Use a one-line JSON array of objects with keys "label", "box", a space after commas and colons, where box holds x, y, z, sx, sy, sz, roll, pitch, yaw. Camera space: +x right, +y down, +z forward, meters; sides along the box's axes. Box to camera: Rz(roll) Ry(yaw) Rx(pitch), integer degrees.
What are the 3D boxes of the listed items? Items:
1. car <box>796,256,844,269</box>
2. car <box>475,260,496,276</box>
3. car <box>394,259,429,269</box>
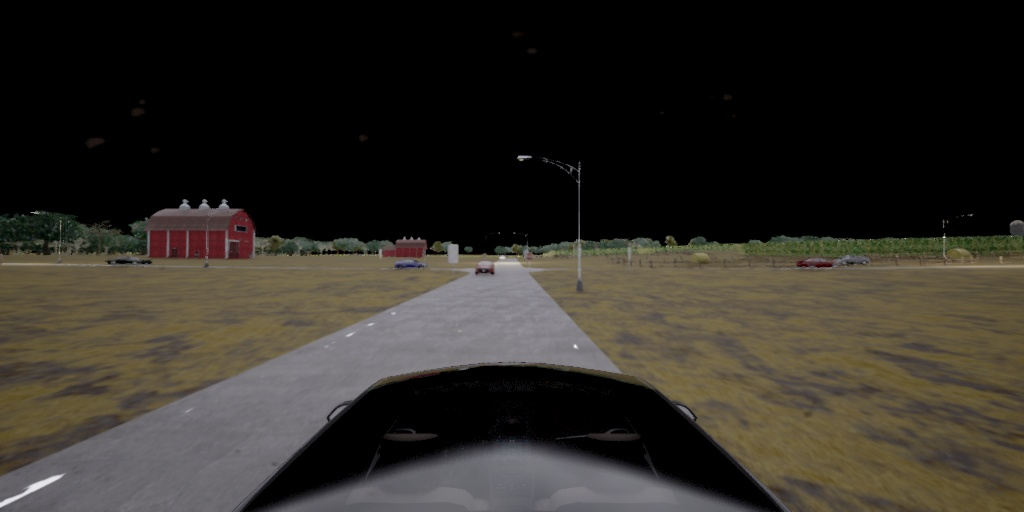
[{"label": "car", "box": [42.081, 1.007, 49.445, 5.008, 1.535, 1.882, 0, -1, 0]}, {"label": "car", "box": [-2.744, 1.194, 37.543, 1.882, 1.535, 5.008, 0, 0, 0]}, {"label": "car", "box": [-13.823, 1.147, 49.423, 4.674, 1.442, 1.812, 1, -1, 0]}]
